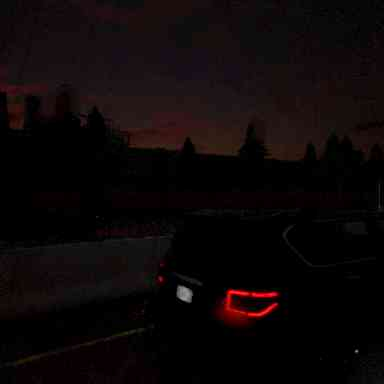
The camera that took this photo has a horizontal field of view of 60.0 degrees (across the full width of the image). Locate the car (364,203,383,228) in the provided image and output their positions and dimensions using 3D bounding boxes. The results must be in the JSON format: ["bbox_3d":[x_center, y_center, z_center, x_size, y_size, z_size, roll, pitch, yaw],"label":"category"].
[{"bbox_3d":[13.631,1.514,22.314,4.674,1.442,1.812,0,0,-35],"label":"car"}]

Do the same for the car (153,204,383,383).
[{"bbox_3d":[2.097,1.219,5.243,5.566,2.045,2.150,0,0,-35],"label":"car"}]
